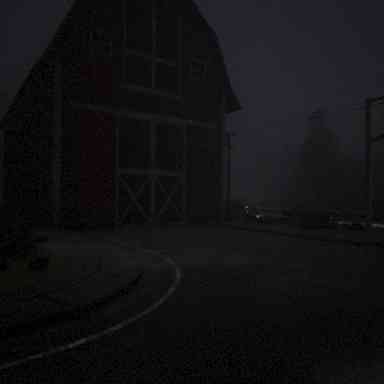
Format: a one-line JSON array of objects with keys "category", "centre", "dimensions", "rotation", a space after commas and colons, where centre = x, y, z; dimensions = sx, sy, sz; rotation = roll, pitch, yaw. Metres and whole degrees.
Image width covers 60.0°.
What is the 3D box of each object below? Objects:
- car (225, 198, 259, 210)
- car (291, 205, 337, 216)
[{"category": "car", "centre": [5.342, 1.615, 37.062], "dimensions": [2.097, 1.767, 4.553], "rotation": [1, 0, -34]}, {"category": "car", "centre": [10.447, 1.862, 29.621], "dimensions": [1.895, 1.301, 4.718], "rotation": [1, 0, -34]}]
